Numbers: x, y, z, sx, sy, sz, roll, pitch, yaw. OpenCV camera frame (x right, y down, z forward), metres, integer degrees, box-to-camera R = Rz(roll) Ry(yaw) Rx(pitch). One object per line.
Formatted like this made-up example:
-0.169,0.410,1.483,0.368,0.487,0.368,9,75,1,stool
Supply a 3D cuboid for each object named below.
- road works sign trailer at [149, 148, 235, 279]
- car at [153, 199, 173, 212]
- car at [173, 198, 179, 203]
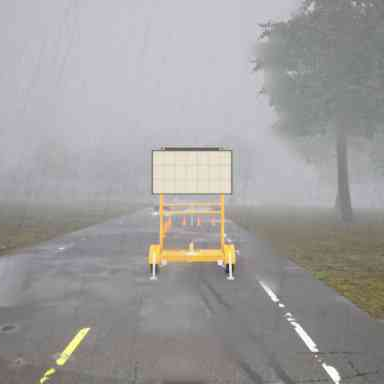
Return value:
0.002,0.478,10.019,2.380,3.560,2.880,0,0,0,road works sign trailer
-3.782,1.661,42.210,1.882,1.535,5.008,0,0,-1,car
-4.424,2.423,89.976,1.812,1.442,4.674,0,-1,-1,car
